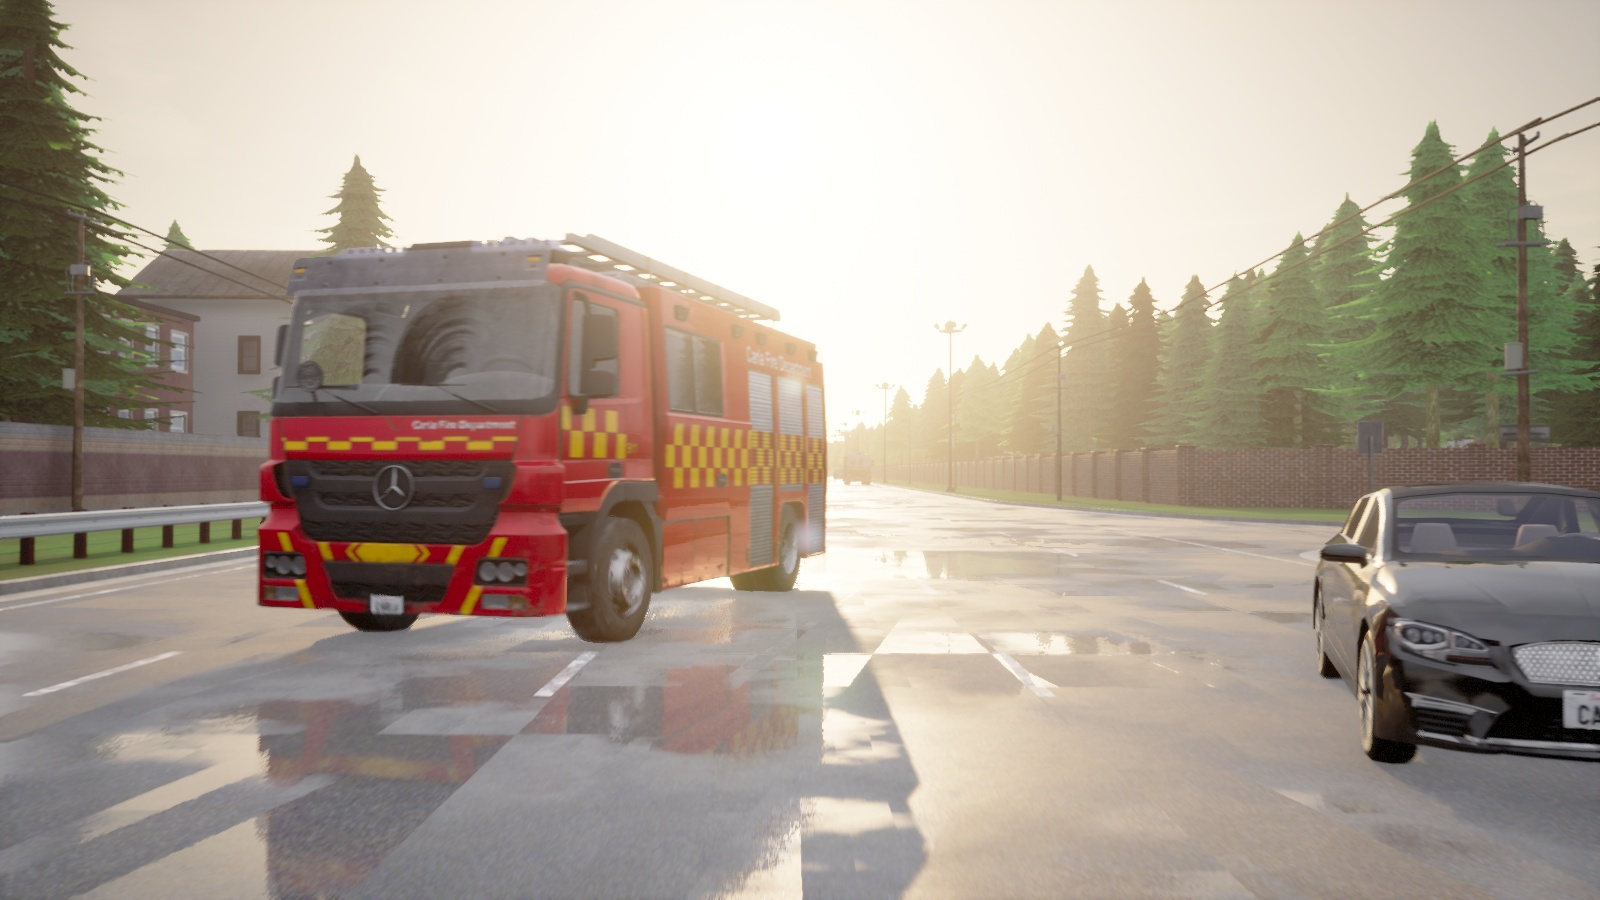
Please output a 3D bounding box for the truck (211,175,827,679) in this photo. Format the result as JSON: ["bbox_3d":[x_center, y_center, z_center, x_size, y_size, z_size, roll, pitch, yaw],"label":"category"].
[{"bbox_3d":[-2.240,-0.107,13.998,2.891,3.827,8.468,0,-1,17],"label":"truck"}]

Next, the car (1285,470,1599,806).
[{"bbox_3d":[4.385,0.887,8.003,2.128,1.511,4.902,-1,-1,18],"label":"car"}]
